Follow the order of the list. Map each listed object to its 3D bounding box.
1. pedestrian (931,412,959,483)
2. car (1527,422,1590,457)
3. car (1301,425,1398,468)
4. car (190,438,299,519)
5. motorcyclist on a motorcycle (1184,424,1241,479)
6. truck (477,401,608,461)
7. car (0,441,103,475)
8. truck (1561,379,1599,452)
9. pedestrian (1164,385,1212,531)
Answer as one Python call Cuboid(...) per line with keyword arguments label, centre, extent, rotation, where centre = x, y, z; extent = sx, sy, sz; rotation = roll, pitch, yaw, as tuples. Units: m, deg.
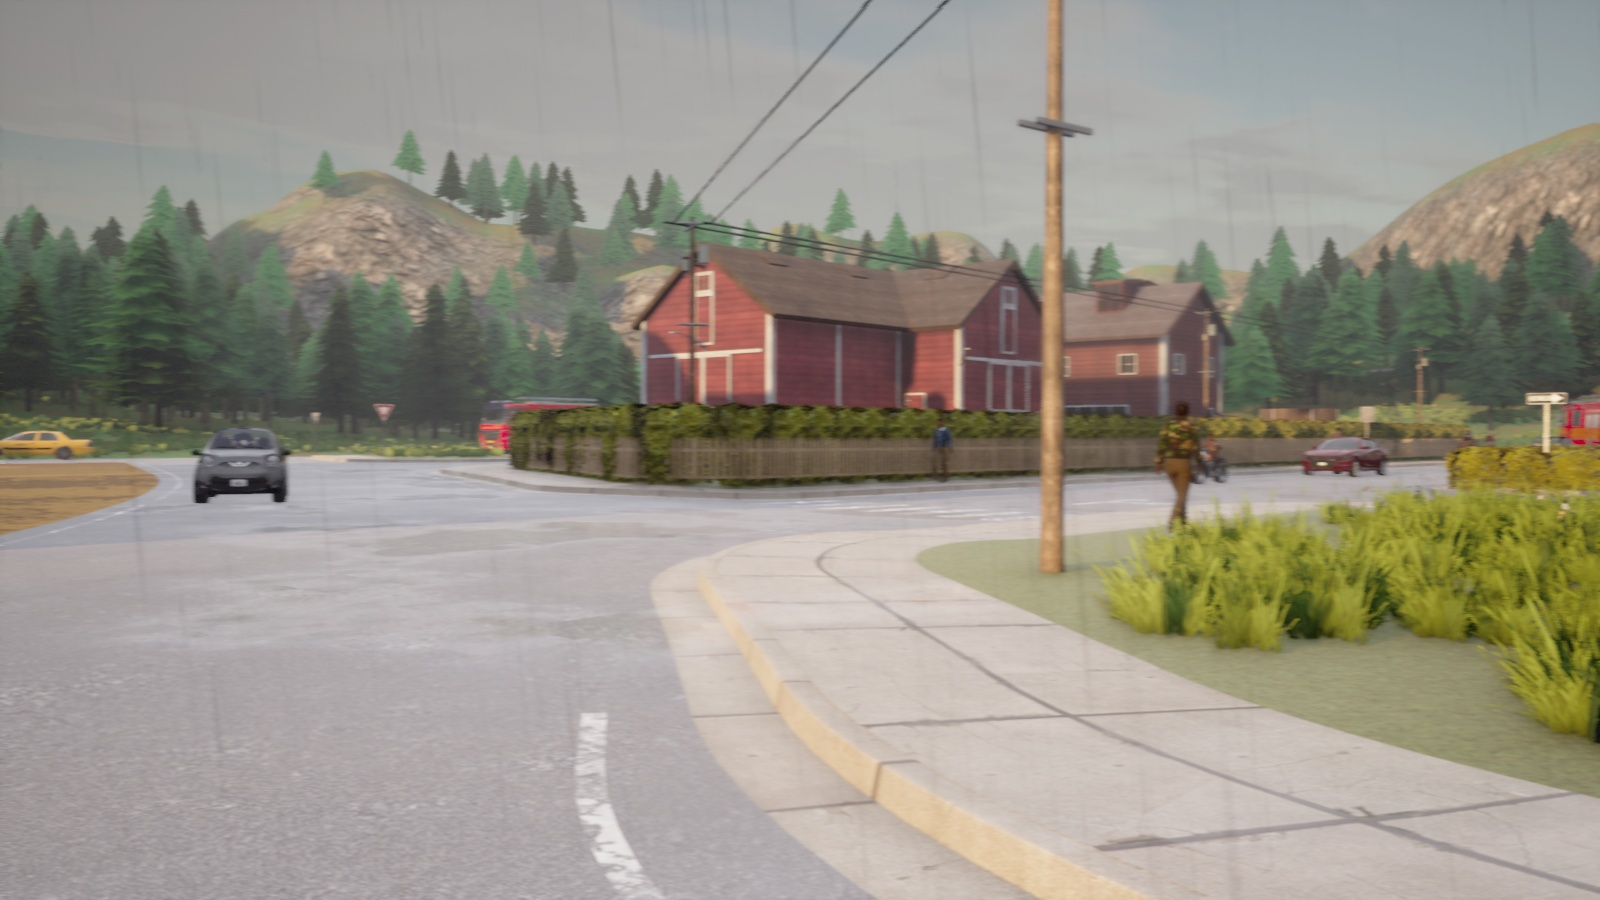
Cuboid(label="pedestrian", centre=(4.020, -0.070, 34.797), extent=(0.423, 1.949, 0.788), rotation=(0, 1, 38))
Cuboid(label="car", centre=(35.431, -0.488, 58.609), extent=(1.789, 1.549, 3.705), rotation=(0, 1, 43))
Cuboid(label="car", centre=(21.125, -0.156, 48.197), extent=(1.882, 1.535, 5.008), rotation=(0, 1, 43))
Cuboid(label="car", centre=(-11.300, 0.515, 25.749), extent=(1.845, 1.501, 3.633), rotation=(-1, 1, -21))
Cuboid(label="motorcyclist on a motorcycle", centre=(12.918, 0.042, 39.254), extent=(0.766, 1.649, 2.350), rotation=(0, 1, 43))
Cuboid(label="truck", centre=(-17.157, -1.290, 84.210), extent=(2.891, 3.827, 8.468), rotation=(0, 1, 43))
Cuboid(label="car", centre=(-37.583, 0.373, 62.078), extent=(5.366, 1.575, 1.801), rotation=(-1, 1, -33))
Cuboid(label="truck", centre=(43.925, -1.864, 67.776), extent=(2.891, 3.827, 8.468), rotation=(-1, 1, 17))
Cuboid(label="pedestrian", centre=(5.268, 0.104, 17.037), extent=(0.395, 1.930, 0.692), rotation=(0, 1, 36))
